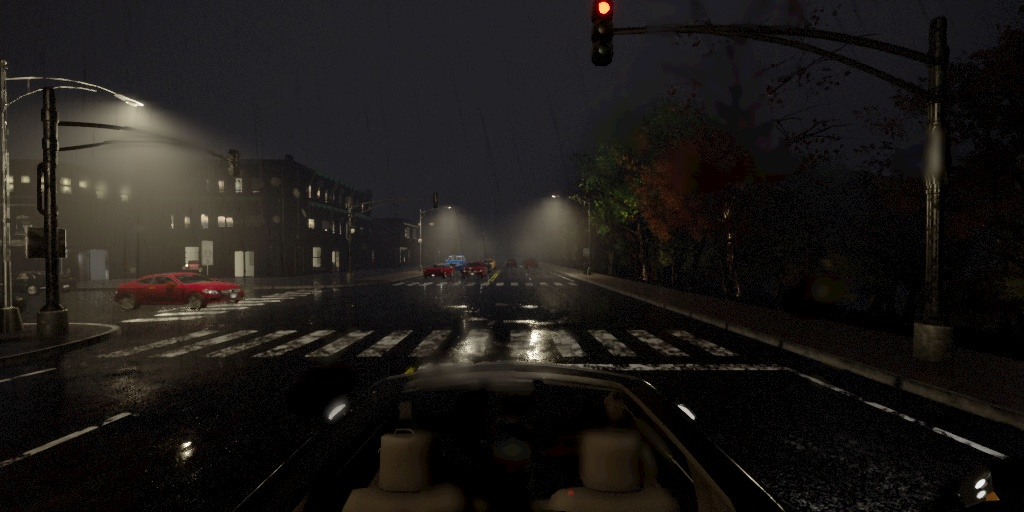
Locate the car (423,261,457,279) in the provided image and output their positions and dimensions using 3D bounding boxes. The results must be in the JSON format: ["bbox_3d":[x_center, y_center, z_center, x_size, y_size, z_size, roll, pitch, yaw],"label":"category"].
[{"bbox_3d":[-6.662,1.341,32.886,1.895,1.301,4.718,0,0,2],"label":"car"}]

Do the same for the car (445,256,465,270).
[{"bbox_3d":[-6.678,0.957,42.791,2.150,2.045,5.566,0,0,0],"label":"car"}]

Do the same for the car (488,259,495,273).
[{"bbox_3d":[-3.425,1.241,43.174,1.837,1.490,4.892,0,0,0],"label":"car"}]

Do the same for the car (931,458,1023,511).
[{"bbox_3d":[3.356,1.314,0.228,1.994,1.385,4.181,0,0,0],"label":"car"}]

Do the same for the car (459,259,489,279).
[{"bbox_3d":[-3.412,1.266,33.107,1.812,1.442,4.674,0,0,0],"label":"car"}]

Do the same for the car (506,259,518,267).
[{"bbox_3d":[-0.038,1.231,63.209,1.837,1.490,4.892,0,0,0],"label":"car"}]

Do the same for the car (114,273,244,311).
[{"bbox_3d":[-13.813,1.419,14.941,4.674,1.442,1.812,-1,0,4],"label":"car"}]

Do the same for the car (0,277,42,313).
[{"bbox_3d":[-19.971,1.565,12.541,4.313,1.339,1.948,0,0,0],"label":"car"}]

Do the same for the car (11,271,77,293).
[{"bbox_3d":[-28.323,1.560,21.034,4.403,1.370,2.007,0,0,0],"label":"car"}]

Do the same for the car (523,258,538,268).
[{"bbox_3d":[3.219,1.206,59.680,1.882,1.535,5.008,0,-1,0],"label":"car"}]
